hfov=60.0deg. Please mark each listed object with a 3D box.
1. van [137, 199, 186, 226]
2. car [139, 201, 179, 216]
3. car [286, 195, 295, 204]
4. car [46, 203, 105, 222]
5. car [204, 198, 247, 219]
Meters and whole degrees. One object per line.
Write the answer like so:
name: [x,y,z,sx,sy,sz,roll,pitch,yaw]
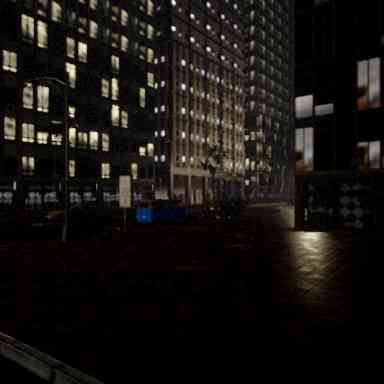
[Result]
van: [-2.083,1.416,23.606,1.690,1.788,3.998,0,0,38]
car: [-3.369,1.677,35.041,1.802,1.307,4.206,0,0,38]
car: [20.376,1.449,65.913,2.192,1.841,5.009,0,0,38]
car: [-9.474,1.616,27.316,1.752,1.417,4.829,0,0,38]
car: [2.877,1.520,30.236,1.967,1.590,4.097,0,0,38]
